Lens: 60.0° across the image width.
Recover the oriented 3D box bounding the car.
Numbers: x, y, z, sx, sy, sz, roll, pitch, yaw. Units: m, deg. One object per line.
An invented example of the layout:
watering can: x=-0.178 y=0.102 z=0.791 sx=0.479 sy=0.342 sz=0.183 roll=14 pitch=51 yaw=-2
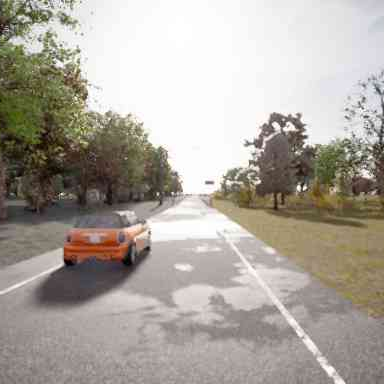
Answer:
car: x=-2.738 y=1.391 z=11.788 sx=2.097 sy=1.767 sz=4.553 roll=0 pitch=0 yaw=2
